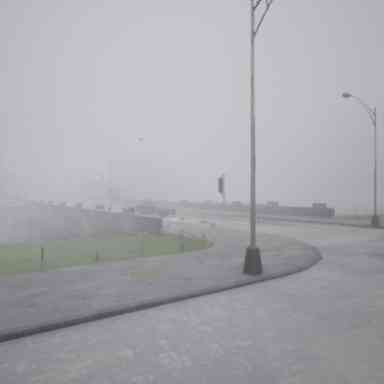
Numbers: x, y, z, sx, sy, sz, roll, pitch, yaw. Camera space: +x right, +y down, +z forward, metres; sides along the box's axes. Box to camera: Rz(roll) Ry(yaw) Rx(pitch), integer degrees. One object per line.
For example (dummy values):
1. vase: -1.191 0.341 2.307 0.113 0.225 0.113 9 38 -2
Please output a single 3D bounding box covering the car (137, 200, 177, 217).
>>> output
1. car: -3.260 1.461 30.553 1.882 1.535 5.008 0 0 -36
